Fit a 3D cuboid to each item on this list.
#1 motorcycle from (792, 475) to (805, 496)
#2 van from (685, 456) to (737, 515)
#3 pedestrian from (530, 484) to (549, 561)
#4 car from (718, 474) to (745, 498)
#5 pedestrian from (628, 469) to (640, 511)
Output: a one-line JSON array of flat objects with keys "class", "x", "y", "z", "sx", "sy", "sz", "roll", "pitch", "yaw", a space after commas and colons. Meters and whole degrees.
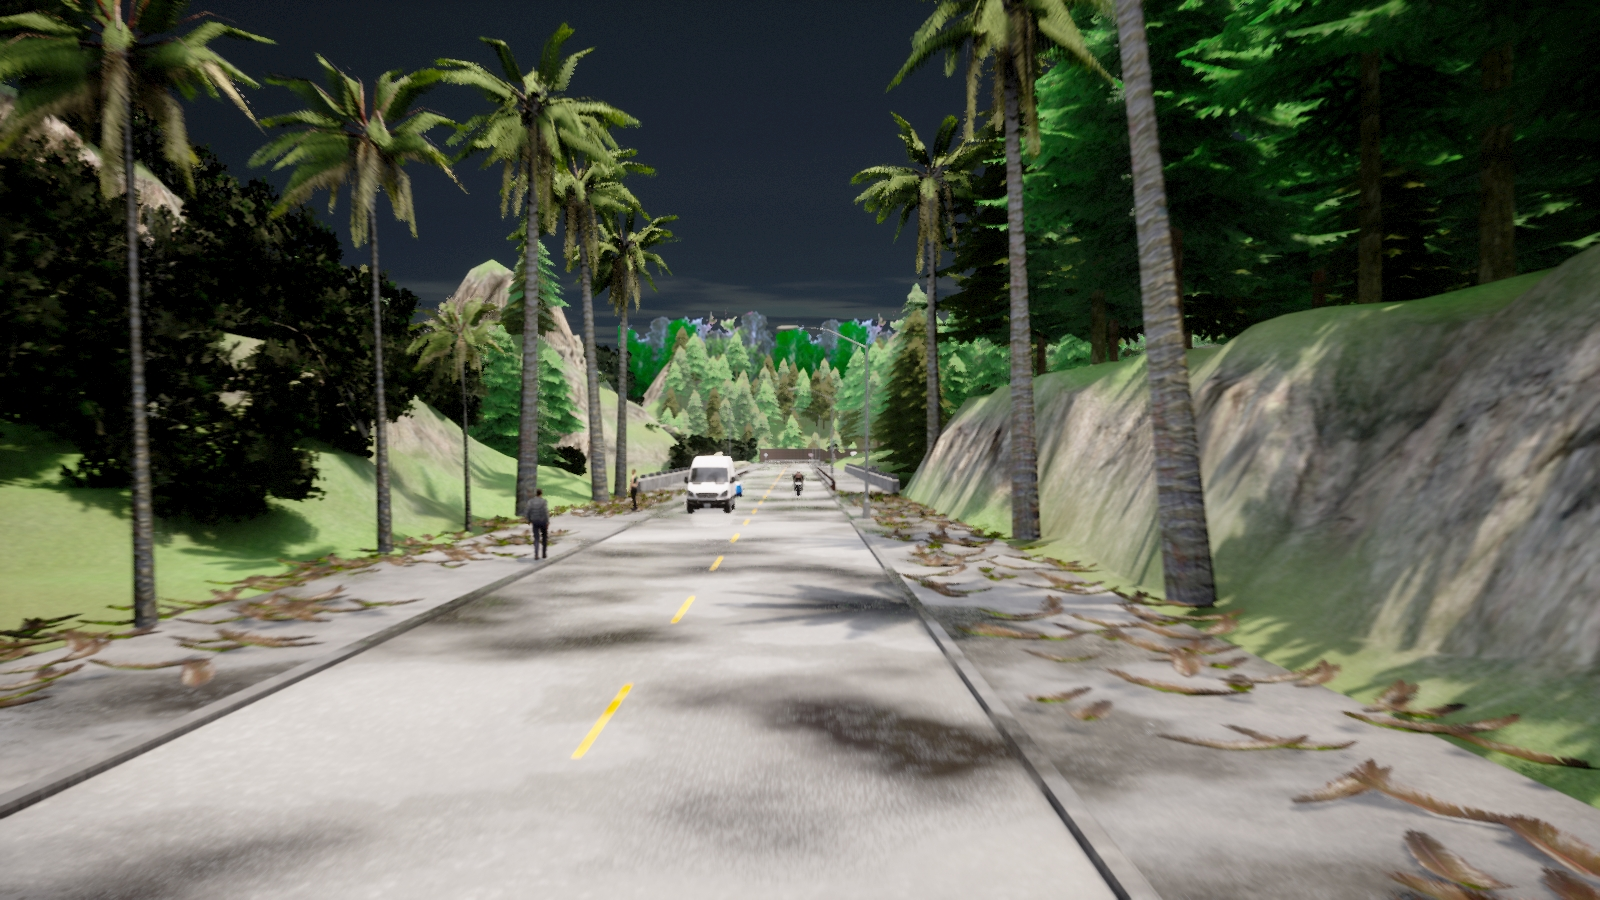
[{"class": "motorcycle", "x": -0.103, "y": 2.246, "z": 73.077, "sx": 0.867, "sy": 1.251, "sz": 2.209, "roll": 0, "pitch": 0, "yaw": 0}, {"class": "van", "x": -4.063, "y": 1.565, "z": 53.025, "sx": 1.988, "sy": 2.561, "sz": 5.915, "roll": 0, "pitch": 0, "yaw": 0}, {"class": "pedestrian", "x": -6.328, "y": 1.759, "z": 27.779, "sx": 0.375, "sy": 1.860, "sz": 0.375, "roll": 0, "pitch": 0, "yaw": 3}, {"class": "car", "x": -4.100, "y": 2.158, "z": 68.479, "sx": 1.481, "sy": 1.376, "sz": 2.207, "roll": 0, "pitch": -1, "yaw": 0}, {"class": "pedestrian", "x": -7.387, "y": 1.772, "z": 50.935, "sx": 0.375, "sy": 1.860, "sz": 0.375, "roll": 0, "pitch": 0, "yaw": 26}]
